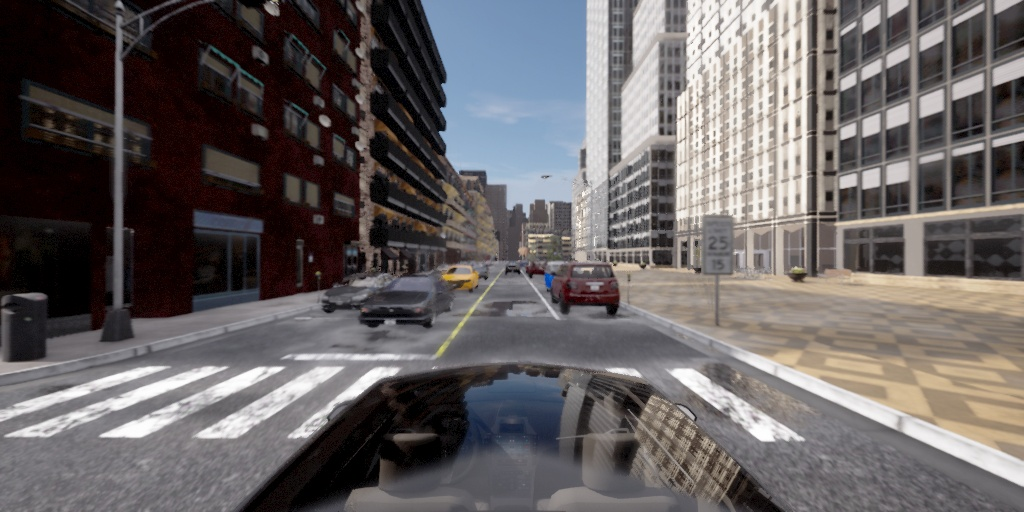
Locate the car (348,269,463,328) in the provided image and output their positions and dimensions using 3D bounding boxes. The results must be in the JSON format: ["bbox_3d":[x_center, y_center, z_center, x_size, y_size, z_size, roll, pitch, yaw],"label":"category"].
[{"bbox_3d":[-3.100,1.330,11.811,2.033,1.411,5.357,0,0,0],"label":"car"}]

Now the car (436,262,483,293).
[{"bbox_3d":[-3.106,1.317,21.945,1.882,1.535,5.008,0,0,0],"label":"car"}]

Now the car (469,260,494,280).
[{"bbox_3d":[-3.101,1.398,32.976,2.128,1.511,4.902,0,0,0],"label":"car"}]

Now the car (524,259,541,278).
[{"bbox_3d":[2.674,1.260,36.113,2.192,1.841,5.009,0,0,0],"label":"car"}]

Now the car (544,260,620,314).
[{"bbox_3d":[2.684,1.129,14.008,2.192,1.841,5.009,0,0,0],"label":"car"}]

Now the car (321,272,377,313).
[{"bbox_3d":[-5.695,1.335,14.004,2.007,1.370,4.403,0,0,0],"label":"car"}]

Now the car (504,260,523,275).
[{"bbox_3d":[0.085,1.485,43.053,1.837,1.490,4.892,0,0,0],"label":"car"}]

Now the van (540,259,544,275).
[{"bbox_3d":[2.682,1.186,19.534,1.690,1.789,3.998,0,0,0],"label":"van"}]
